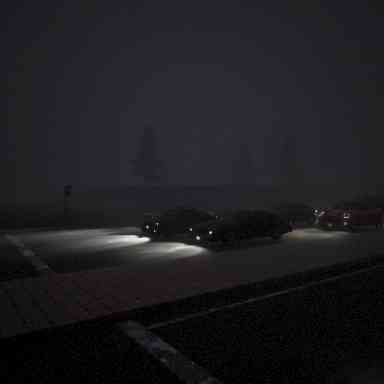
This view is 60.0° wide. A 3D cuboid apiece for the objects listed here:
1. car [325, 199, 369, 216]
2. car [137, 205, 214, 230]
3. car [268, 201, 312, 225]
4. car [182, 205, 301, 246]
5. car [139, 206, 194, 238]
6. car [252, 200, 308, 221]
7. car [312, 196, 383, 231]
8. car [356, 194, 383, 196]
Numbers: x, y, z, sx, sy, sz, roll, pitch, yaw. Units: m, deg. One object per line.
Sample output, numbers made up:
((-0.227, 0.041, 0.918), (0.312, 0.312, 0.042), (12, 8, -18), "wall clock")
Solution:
((15.623, 1.493, 33.359), (4.892, 1.490, 1.837), (0, 0, -35), "car")
((-0.987, 1.597, 21.636), (4.718, 1.301, 1.895), (0, 0, -35), "car")
((6.539, 1.498, 22.633), (4.892, 1.490, 1.837), (0, 0, -35), "car")
((2.428, 1.543, 15.493), (5.357, 1.411, 2.033), (0, 0, -35), "car")
((-0.582, 1.560, 17.650), (4.181, 1.385, 1.994), (0, 0, -35), "car")
((7.324, 1.497, 27.464), (4.892, 1.490, 1.837), (0, 0, -35), "car")
((9.902, 1.345, 20.716), (4.553, 1.767, 2.097), (0, 0, -35), "car")
((15.156, 1.211, 28.735), (5.566, 2.045, 2.150), (0, 0, -35), "car")
